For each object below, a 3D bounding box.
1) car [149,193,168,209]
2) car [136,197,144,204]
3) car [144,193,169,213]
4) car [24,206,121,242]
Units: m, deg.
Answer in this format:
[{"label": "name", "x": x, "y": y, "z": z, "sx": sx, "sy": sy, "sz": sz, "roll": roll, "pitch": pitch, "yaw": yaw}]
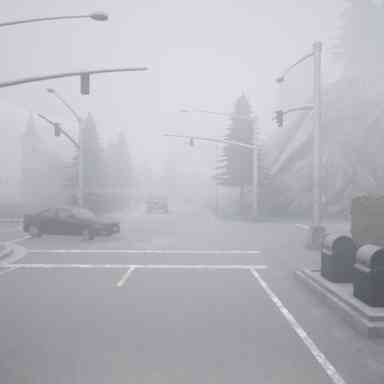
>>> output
[{"label": "car", "x": -4.895, "y": 1.222, "z": 47.903, "sx": 2.150, "sy": 2.045, "sz": 5.566, "roll": 0, "pitch": 0, "yaw": -12}, {"label": "car", "x": -8.867, "y": 1.564, "z": 60.807, "sx": 1.994, "sy": 1.385, "sz": 4.181, "roll": 0, "pitch": 0, "yaw": -24}, {"label": "car", "x": -3.756, "y": 1.221, "z": 37.202, "sx": 2.150, "sy": 2.045, "sz": 5.566, "roll": 0, "pitch": 0, "yaw": -2}, {"label": "car", "x": -5.881, "y": 1.477, "z": 16.357, "sx": 5.008, "sy": 1.535, "sz": 1.882, "roll": 0, "pitch": -1, "yaw": 21}]
